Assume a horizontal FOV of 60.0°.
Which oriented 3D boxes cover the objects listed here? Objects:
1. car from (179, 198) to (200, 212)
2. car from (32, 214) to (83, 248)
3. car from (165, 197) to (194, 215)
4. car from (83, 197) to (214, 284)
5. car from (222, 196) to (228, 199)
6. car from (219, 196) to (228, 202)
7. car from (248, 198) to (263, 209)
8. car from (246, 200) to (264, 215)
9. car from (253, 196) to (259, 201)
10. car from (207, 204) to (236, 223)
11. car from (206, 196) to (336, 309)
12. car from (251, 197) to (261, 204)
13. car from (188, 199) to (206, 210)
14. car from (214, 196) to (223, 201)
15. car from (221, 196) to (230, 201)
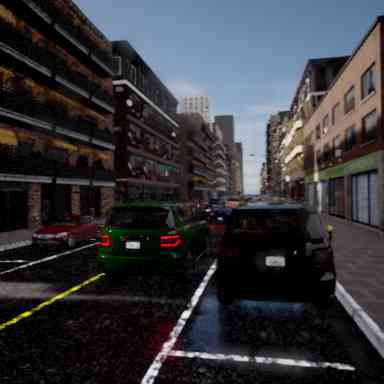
[{"bbox_3d":[-0.278,1.651,43.277,1.967,1.590,4.097,-1,0,11],"label":"car"},{"bbox_3d":[-5.624,1.735,15.608,1.802,1.307,4.206,-1,0,11],"label":"car"},{"bbox_3d":[-1.348,1.514,37.744,2.192,1.841,5.009,-1,0,11],"label":"car"},{"bbox_3d":[-0.820,1.281,10.014,2.150,2.045,5.566,-1,0,10],"label":"car"},{"bbox_3d":[5.511,1.483,43.260,2.097,1.767,4.553,-1,0,11],"label":"car"},{"bbox_3d":[8.278,1.848,87.547,2.008,1.369,4.403,-1,0,11],"label":"car"},{"bbox_3d":[9.019,1.646,47.218,1.887,1.381,4.507,-1,0,11],"label":"car"},{"bbox_3d":[6.912,1.605,36.317,1.752,1.417,4.829,-1,0,11],"label":"car"},{"bbox_3d":[17.607,1.712,91.655,1.752,1.417,4.829,-1,0,11],"label":"car"},{"bbox_3d":[2.560,1.698,27.442,1.895,1.301,4.718,-1,0,11],"label":"car"},{"bbox_3d":[1.881,1.242,8.116,2.150,2.045,5.566,-1,0,11],"label":"car"},{"bbox_3d":[13.297,1.696,69.352,2.008,1.369,4.403,-1,0,11],"label":"car"},{"bbox_3d":[0.793,1.766,48.812,1.887,1.381,4.507,-1,0,11],"label":"car"},{"bbox_3d":[3.362,1.694,47.968,1.837,1.490,4.892,-1,-1,11],"label":"car"},{"bbox_3d":[9.347,1.858,93.082,2.008,1.369,4.403,-1,0,11],"label":"car"}]
